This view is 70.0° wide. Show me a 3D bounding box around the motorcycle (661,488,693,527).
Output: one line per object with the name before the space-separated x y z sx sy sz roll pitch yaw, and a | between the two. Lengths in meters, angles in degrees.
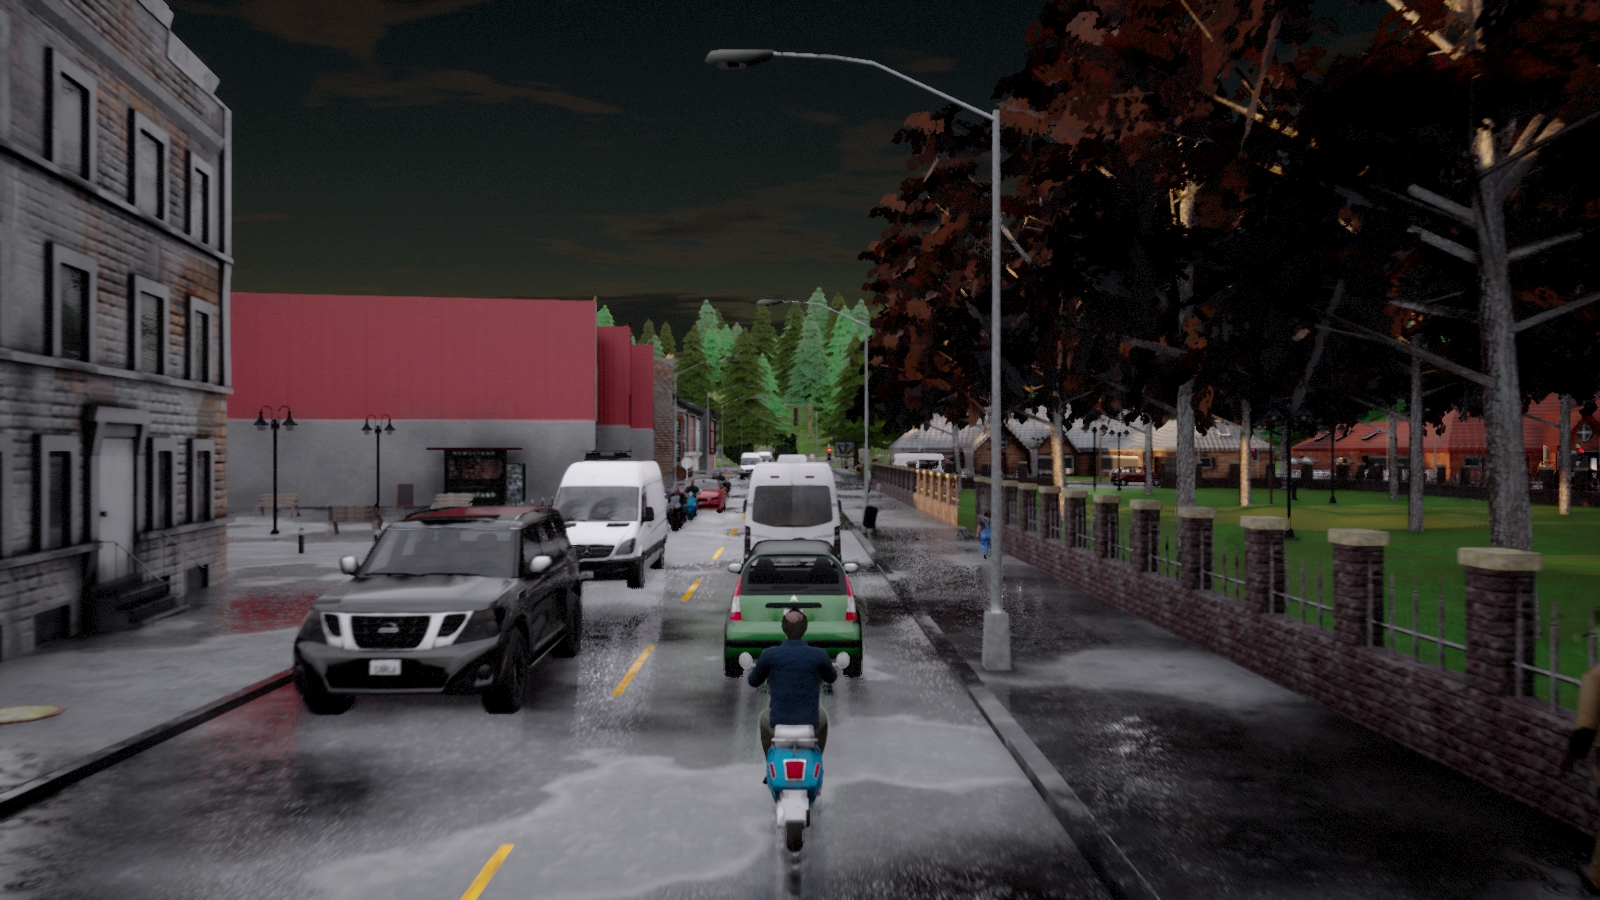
motorcycle | -4.270 1.985 39.775 0.867 1.251 2.209 0 0 0

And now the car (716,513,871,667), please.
car | -0.095 1.779 15.612 1.851 1.617 3.988 0 0 0

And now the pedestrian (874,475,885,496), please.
pedestrian | 4.275 1.904 61.663 0.500 1.100 0.500 0 0 -6

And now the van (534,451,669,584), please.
van | -4.177 1.314 25.048 1.988 2.561 5.915 0 0 0

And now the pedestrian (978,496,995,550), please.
pedestrian | 4.612 1.805 28.247 0.375 1.300 0.375 0 0 0

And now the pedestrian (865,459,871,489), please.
pedestrian | 4.322 1.522 72.765 0.375 1.860 0.375 0 0 -1

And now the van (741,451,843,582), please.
van | -0.180 1.314 25.384 1.988 2.561 5.915 0 0 0

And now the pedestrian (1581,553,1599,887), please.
pedestrian | 4.686 1.525 6.403 0.375 1.860 0.375 0 0 5

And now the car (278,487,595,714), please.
car | -4.056 1.560 13.963 2.150 2.045 5.566 0 0 -1

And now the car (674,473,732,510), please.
car | -4.349 1.841 51.830 2.231 1.480 4.892 0 0 0
